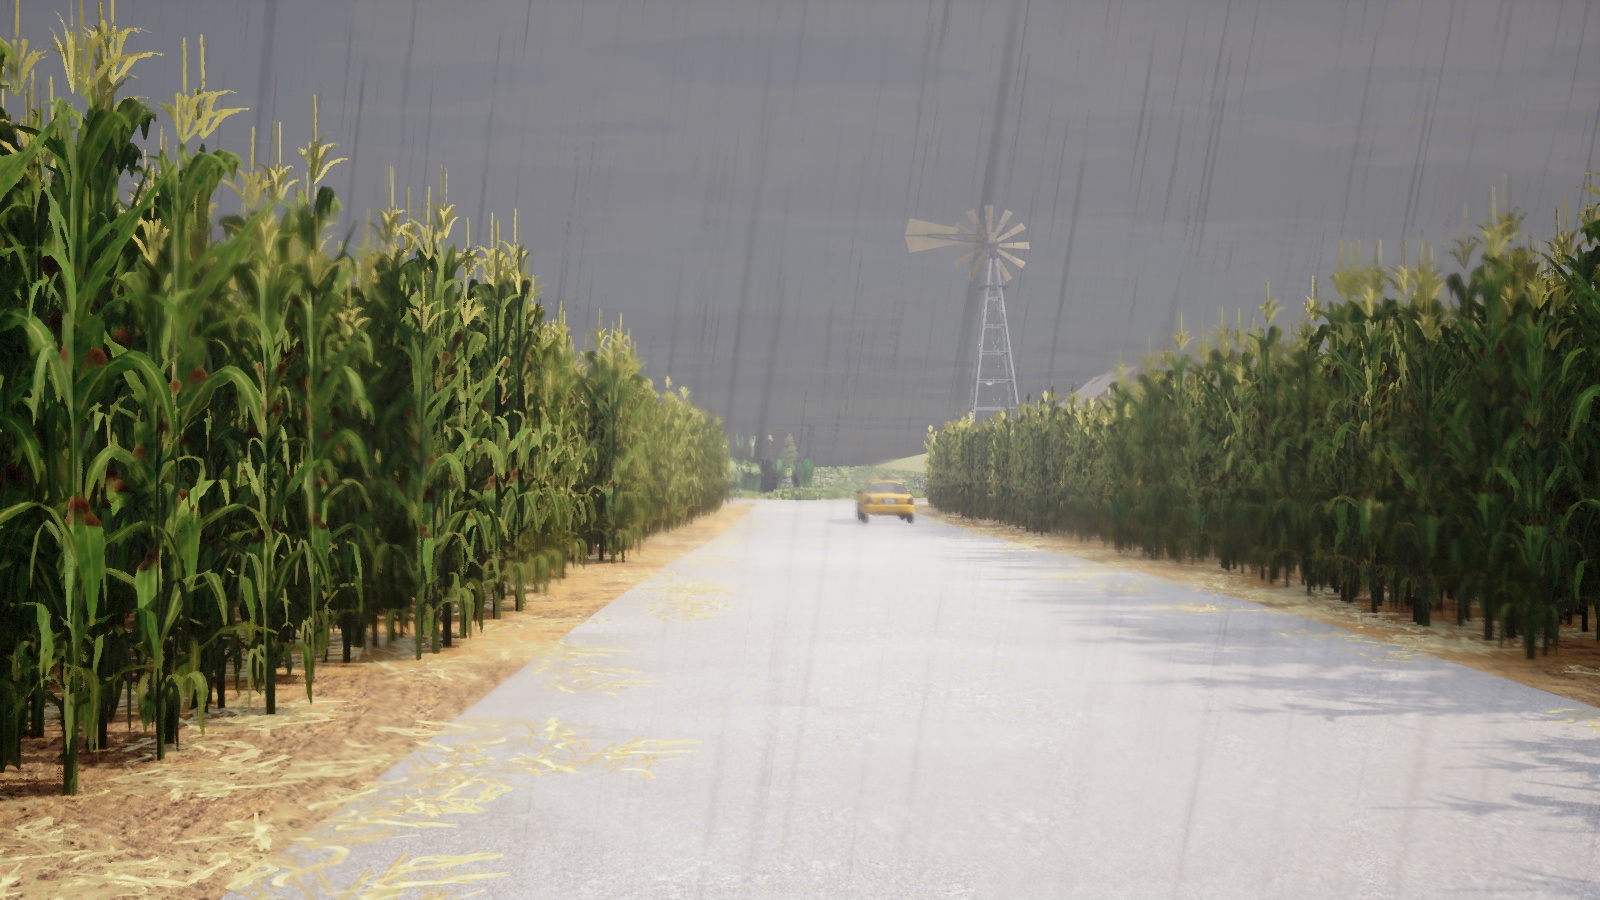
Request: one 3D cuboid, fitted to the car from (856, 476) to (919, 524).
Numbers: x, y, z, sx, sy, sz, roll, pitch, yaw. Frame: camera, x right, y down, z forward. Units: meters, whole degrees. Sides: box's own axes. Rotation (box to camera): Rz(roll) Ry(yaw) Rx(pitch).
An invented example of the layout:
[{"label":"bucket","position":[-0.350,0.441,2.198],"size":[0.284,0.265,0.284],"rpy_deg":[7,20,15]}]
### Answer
[{"label":"car","position":[3.003,1.697,44.129],"size":[1.801,1.575,5.366],"rpy_deg":[0,-1,0]}]
